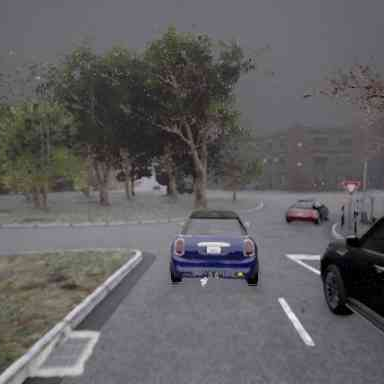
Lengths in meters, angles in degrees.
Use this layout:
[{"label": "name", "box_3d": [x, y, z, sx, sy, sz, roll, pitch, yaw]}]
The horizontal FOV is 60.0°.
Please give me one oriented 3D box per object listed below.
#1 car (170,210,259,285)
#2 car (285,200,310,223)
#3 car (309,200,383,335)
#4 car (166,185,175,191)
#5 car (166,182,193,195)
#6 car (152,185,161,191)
[{"label": "car", "box_3d": [0.660, 1.294, 9.628, 2.097, 1.767, 4.553, 0, 1, 5]}, {"label": "car", "box_3d": [7.398, 1.173, 21.190, 1.994, 1.385, 4.181, 2, 3, 32]}, {"label": "car", "box_3d": [3.563, 1.225, 4.345, 2.150, 2.045, 5.566, 0, 0, 2]}, {"label": "car", "box_3d": [-5.232, -0.967, 79.849, 2.033, 1.411, 5.357, 0, 1, -6]}, {"label": "car", "box_3d": [-2.054, -0.649, 55.946, 2.150, 2.045, 5.566, -3, 3, -36]}, {"label": "car", "box_3d": [-8.496, -0.992, 79.744, 1.837, 1.490, 4.892, 0, 1, -6]}]
